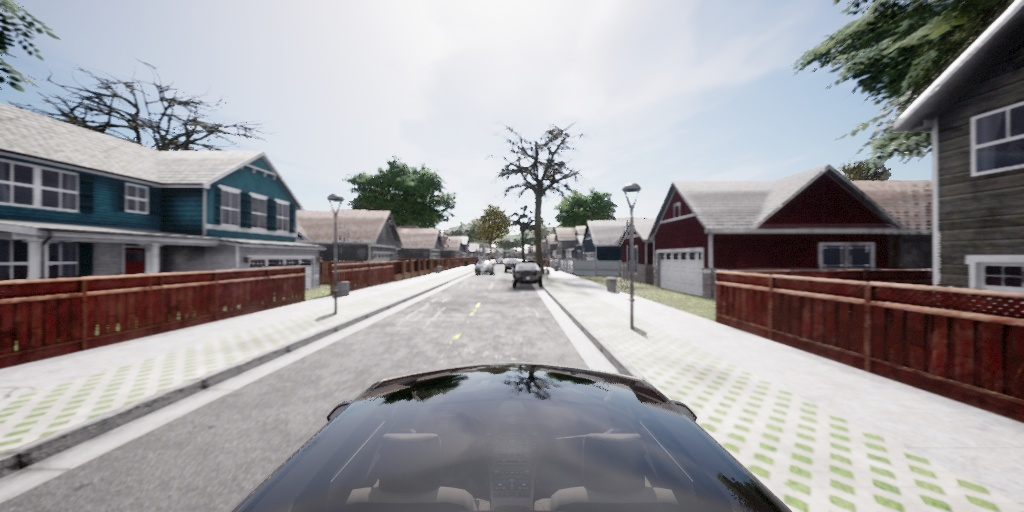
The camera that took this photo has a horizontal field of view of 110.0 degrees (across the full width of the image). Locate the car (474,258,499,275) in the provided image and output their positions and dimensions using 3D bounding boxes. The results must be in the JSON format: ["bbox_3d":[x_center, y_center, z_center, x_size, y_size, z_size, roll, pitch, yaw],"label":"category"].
[{"bbox_3d":[-2.820,1.193,37.627,2.128,1.511,4.902,0,0,0],"label":"car"}]

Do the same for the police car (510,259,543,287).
[{"bbox_3d":[0.974,1.149,24.190,1.930,1.638,5.238,0,0,0],"label":"police car"}]

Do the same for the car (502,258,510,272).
[{"bbox_3d":[0.041,1.194,44.258,1.837,1.490,4.892,0,0,0],"label":"car"}]
